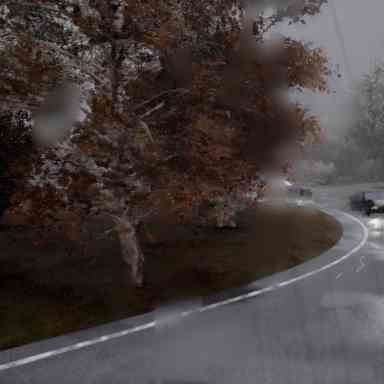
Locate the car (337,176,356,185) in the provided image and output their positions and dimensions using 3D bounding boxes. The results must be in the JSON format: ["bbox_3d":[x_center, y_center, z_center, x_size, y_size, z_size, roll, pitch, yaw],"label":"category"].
[{"bbox_3d":[28.607,-2.220,63.406,4.892,1.490,1.837,-3,2,-3],"label":"car"}]

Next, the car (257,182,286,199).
[{"bbox_3d":[9.168,-0.023,39.948,1.882,1.535,5.008,-4,2,-2],"label":"car"}]

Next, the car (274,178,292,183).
[{"bbox_3d":[14.884,-1.349,56.785,5.566,2.045,2.150,-6,3,-43],"label":"car"}]

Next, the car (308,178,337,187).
[{"bbox_3d":[22.371,-1.658,58.338,4.902,1.511,2.128,-5,3,-24],"label":"car"}]

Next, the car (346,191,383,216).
[{"bbox_3d":[11.770,0.659,21.842,2.033,1.411,5.357,-3,2,9],"label":"car"}]

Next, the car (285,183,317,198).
[{"bbox_3d":[12.339,-0.058,39.173,1.895,1.301,4.718,-4,2,-7],"label":"car"}]
